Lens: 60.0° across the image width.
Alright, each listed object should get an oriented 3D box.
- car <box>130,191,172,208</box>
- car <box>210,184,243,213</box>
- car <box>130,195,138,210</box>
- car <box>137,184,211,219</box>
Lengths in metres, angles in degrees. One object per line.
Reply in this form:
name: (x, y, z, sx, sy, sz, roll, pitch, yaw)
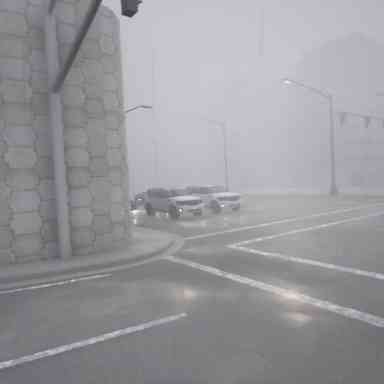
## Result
car: (-4.217, 0.711, 33.631, 2.128, 1.511, 4.902, -5, 3, -35)
car: (1.401, 0.444, 25.656, 2.150, 2.045, 5.566, -5, 3, -35)
car: (-6.867, 1.015, 31.331, 1.994, 1.385, 4.181, -5, 3, -35)
car: (-1.445, 0.676, 23.631, 2.150, 2.045, 5.566, -5, 3, -35)
